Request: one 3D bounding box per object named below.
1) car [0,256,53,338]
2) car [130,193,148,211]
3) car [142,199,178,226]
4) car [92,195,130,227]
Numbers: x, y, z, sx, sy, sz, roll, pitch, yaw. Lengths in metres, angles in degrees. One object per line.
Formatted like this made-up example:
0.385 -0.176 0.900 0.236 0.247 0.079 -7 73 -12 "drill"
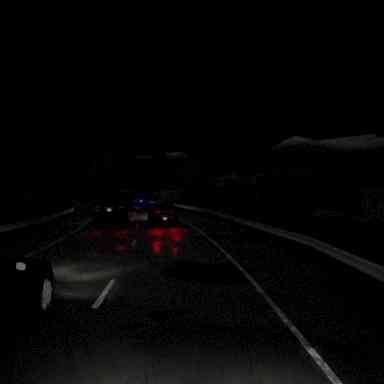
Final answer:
-3.561 1.476 4.471 1.882 1.535 5.008 0 0 -2 "car"
-6.716 1.177 40.939 2.150 2.045 5.566 0 -1 -18 "car"
-2.129 1.467 23.307 2.128 1.511 4.902 0 0 -10 "car"
-5.581 1.200 23.031 2.150 2.045 5.566 0 0 -10 "car"
